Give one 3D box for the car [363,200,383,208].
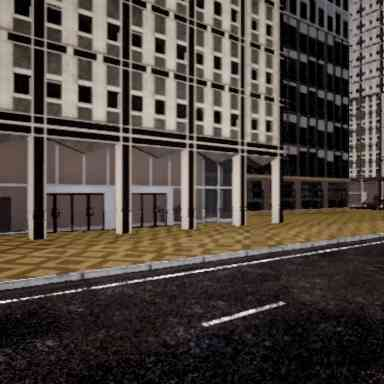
[{"bbox_3d":[31.493,1.959,56.693,1.887,1.381,4.507,0,0,-34],"label":"car"}]
